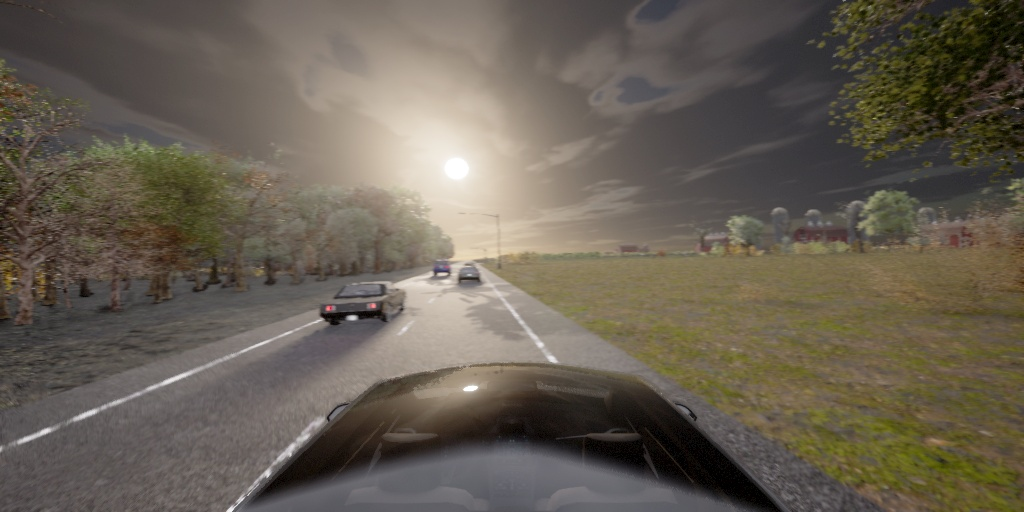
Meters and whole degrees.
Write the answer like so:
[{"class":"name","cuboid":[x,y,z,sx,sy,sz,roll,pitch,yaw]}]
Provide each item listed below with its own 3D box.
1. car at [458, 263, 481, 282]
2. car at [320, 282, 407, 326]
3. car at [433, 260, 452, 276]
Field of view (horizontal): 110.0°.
[{"class":"car","cuboid":[-3.884,1.606,32.613,1.994,1.385,4.181,-2,0,-7]},{"class":"car","cuboid":[-5.149,1.612,13.155,1.895,1.301,4.718,-2,0,-7]},{"class":"car","cuboid":[-9.104,1.537,47.182,2.150,2.045,5.566,-2,0,-7]}]
